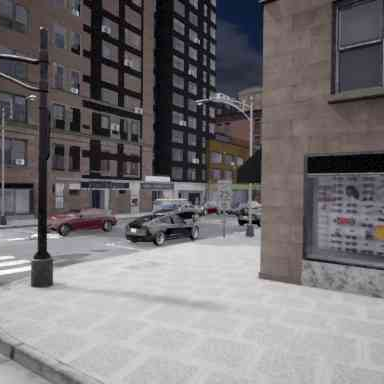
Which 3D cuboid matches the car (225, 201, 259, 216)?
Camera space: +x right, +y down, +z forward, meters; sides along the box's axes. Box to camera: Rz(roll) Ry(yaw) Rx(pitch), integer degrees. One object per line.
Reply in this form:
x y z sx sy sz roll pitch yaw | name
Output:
5.034 1.813 35.555 2.033 1.411 5.357 1 0 36 | car

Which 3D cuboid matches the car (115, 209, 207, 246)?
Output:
-1.378 1.764 16.456 1.947 1.339 4.313 0 0 36 | car

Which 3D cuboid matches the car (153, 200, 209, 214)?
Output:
-1.061 1.673 27.089 2.128 1.511 4.902 1 0 35 | car

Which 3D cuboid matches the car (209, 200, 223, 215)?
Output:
1.329 1.645 34.821 1.967 1.590 4.097 0 0 36 | car

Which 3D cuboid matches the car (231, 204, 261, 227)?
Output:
5.040 1.850 25.381 1.947 1.339 4.313 0 0 36 | car

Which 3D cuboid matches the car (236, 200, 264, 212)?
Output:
7.646 1.823 43.608 1.752 1.417 4.829 0 0 36 | car

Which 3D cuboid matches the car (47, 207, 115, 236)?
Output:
-6.521 1.634 19.493 1.812 1.442 4.674 1 0 37 | car
